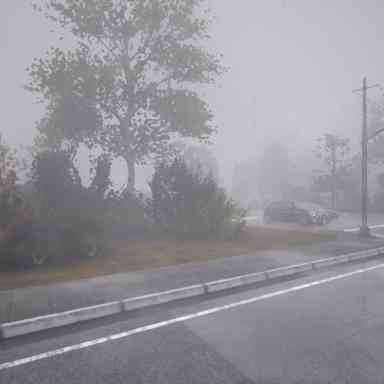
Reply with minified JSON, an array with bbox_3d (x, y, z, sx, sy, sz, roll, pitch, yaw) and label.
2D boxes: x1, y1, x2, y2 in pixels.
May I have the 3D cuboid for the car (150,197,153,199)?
[{"bbox_3d":[-6.088,1.849,53.064,5.566,2.045,2.150,-2,-1,40],"label":"car"}]

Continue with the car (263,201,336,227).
[{"bbox_3d":[7.342,1.426,23.669,2.097,1.767,4.553,0,-1,-38],"label":"car"}]

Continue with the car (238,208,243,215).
[{"bbox_3d":[3.529,1.781,33.741,1.994,1.385,4.181,0,-1,-42],"label":"car"}]

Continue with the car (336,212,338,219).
[{"bbox_3d":[9.241,1.594,26.915,1.837,1.490,4.892,0,-1,-42],"label":"car"}]
